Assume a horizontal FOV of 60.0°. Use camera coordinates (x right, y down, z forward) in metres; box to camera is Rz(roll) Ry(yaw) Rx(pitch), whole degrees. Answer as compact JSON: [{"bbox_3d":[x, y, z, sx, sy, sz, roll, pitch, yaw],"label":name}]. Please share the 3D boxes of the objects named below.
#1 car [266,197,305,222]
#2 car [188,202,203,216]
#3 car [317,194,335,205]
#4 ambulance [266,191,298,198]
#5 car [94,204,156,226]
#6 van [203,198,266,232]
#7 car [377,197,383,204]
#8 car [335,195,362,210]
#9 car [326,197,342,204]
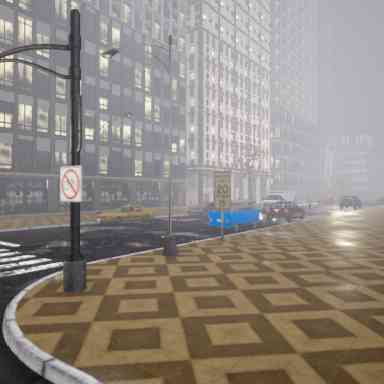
[{"bbox_3d":[7.632,1.476,26.866,1.967,1.590,4.097,0,0,38],"label":"car"},{"bbox_3d":[1.395,1.610,31.681,1.802,1.307,4.206,0,0,38],"label":"car"},{"bbox_3d":[25.193,1.387,62.512,2.192,1.841,5.009,0,0,38],"label":"car"},{"bbox_3d":[10.266,1.068,38.974,2.351,2.431,6.366,0,0,38],"label":"ambulance"},{"bbox_3d":[-4.724,1.547,23.967,1.752,1.417,4.829,0,0,38],"label":"car"},{"bbox_3d":[2.661,1.371,20.243,1.690,1.788,3.998,0,0,38],"label":"van"},{"bbox_3d":[38.229,1.662,66.503,1.947,1.339,4.313,0,0,38],"label":"car"},{"bbox_3d":[21.231,1.372,44.483,2.192,1.841,5.009,0,0,38],"label":"car"},{"bbox_3d":[28.592,1.631,66.915,2.008,1.369,4.403,0,0,38],"label":"car"}]
